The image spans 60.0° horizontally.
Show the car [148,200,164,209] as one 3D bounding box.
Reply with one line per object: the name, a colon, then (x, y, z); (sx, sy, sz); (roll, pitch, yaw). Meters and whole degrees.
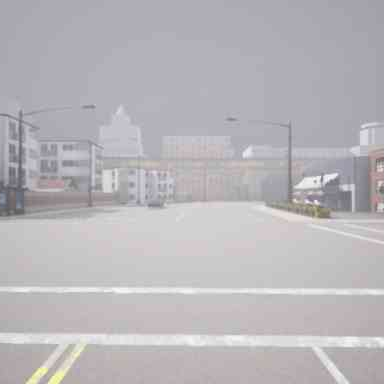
car: (-5.488, 1.875, 50.821); (1.895, 1.301, 4.718); (0, 0, 3)
